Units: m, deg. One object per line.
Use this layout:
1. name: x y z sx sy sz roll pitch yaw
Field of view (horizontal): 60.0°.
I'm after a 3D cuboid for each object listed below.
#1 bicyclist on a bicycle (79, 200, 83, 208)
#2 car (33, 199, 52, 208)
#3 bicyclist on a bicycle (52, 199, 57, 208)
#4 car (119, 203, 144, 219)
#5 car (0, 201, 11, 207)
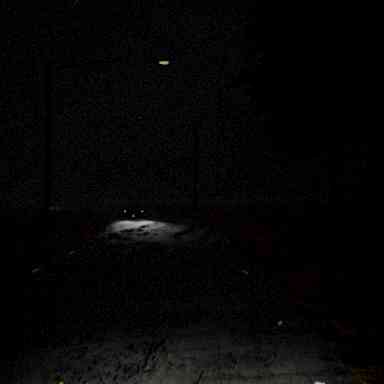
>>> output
1. bicyclist on a bicycle: -20.797 2.284 62.376 1.656 1.620 0.582 -2 -4 41
2. car: -28.771 2.217 63.939 4.892 1.490 1.837 -1 -3 37
3. bicyclist on a bicycle: -28.237 2.351 68.202 1.843 1.776 0.659 -1 -3 33
4. car: -5.462 1.711 29.916 1.895 1.301 4.718 1 -1 -16
5. car: -43.480 2.653 75.103 4.718 1.301 1.895 -1 -3 19
